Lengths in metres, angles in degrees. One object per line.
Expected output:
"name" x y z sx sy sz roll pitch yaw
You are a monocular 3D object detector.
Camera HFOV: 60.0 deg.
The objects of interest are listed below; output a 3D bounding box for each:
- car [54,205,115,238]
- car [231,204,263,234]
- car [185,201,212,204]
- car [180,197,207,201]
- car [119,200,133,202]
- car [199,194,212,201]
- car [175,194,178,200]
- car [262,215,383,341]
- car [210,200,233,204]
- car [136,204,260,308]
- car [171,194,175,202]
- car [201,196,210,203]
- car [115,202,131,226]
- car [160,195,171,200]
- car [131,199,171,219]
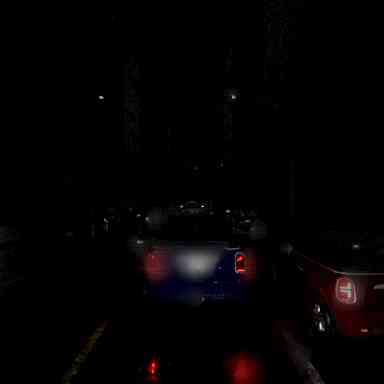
"car" -5.669 1.566 17.532 1.947 1.339 4.313 0 0 0
"car" 2.856 1.550 17.531 2.008 1.369 4.403 0 0 0
"car" 0.098 1.477 17.377 1.882 1.535 5.008 0 0 0
"car" 0.003 1.458 27.399 1.801 1.575 5.366 0 0 0
"car" -5.668 1.441 28.535 1.967 1.590 4.097 0 0 0
"car" 2.896 1.479 65.624 1.967 1.590 4.097 0 0 0
"car" -5.576 1.631 92.510 1.752 1.417 4.829 0 0 0
"car" 2.855 1.440 6.528 1.967 1.590 4.097 0 0 0
"car" 2.858 1.567 28.533 1.947 1.339 4.313 0 0 0
"car" 0.100 1.352 8.097 2.097 1.767 4.553 0 0 0
"car" -5.607 1.611 76.455 2.008 1.369 4.403 0 0 0
"car" 2.907 1.574 71.203 1.752 1.417 4.829 0 0 0
"car" -5.669 1.582 23.034 1.802 1.307 4.206 0 0 0
"car" -5.628 1.621 65.638 1.802 1.307 4.206 0 0 0
"car" -3.032 1.549 25.711 2.033 1.411 5.357 0 0 0
